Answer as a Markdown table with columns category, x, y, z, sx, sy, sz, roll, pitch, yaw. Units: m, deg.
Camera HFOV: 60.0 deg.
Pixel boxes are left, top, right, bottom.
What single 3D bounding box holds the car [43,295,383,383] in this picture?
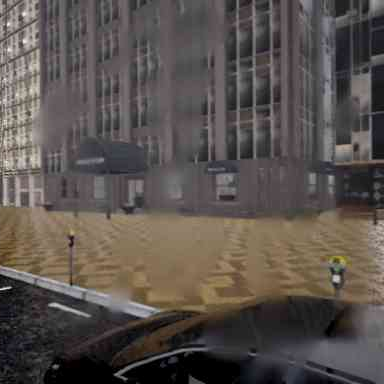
| category | x | y | z | sx | sy | sz | roll | pitch | yaw |
| --- | --- | --- | --- | --- | --- | --- | --- | --- | --- |
| car | 0.619 | 1.548 | 2.530 | 4.313 | 1.339 | 1.947 | -1 | 1 | 38 |
